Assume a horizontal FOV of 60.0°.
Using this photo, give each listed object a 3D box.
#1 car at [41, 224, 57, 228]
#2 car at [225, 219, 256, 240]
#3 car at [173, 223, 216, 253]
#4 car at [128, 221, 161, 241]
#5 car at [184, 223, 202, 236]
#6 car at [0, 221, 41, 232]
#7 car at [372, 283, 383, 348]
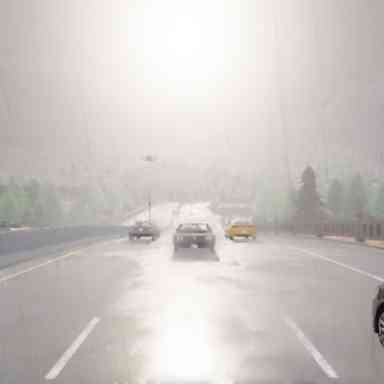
[{"bbox_3d":[-17.526,4.550,40.005,1.895,1.301,4.718,0,-6,1],"label":"car"},{"bbox_3d":[3.607,2.839,25.383,1.882,1.535,5.008,0,-6,0],"label":"car"},{"bbox_3d":[0.105,2.166,16.304,1.895,1.301,4.718,0,-4,0],"label":"car"},{"bbox_3d":[-3.392,2.821,24.526,2.033,1.411,5.357,0,-6,0],"label":"car"},{"bbox_3d":[0.111,4.247,37.557,1.994,1.385,4.181,0,-6,0],"label":"car"},{"bbox_3d":[-10.586,2.306,18.694,1.994,1.385,4.181,0,-5,0],"label":"car"},{"bbox_3d":[3.600,1.514,3.038,2.128,1.511,4.902,0,-1,0],"label":"car"}]
